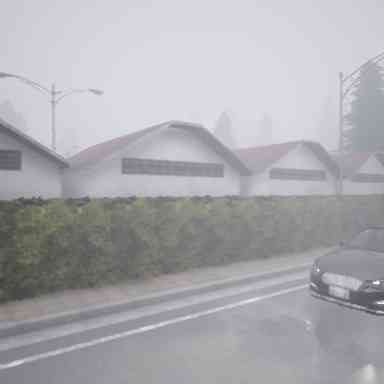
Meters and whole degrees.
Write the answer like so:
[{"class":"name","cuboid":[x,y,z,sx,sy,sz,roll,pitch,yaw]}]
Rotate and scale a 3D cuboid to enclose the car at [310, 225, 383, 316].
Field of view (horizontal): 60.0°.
[{"class":"car","cuboid":[4.570,1.494,7.233,4.902,1.511,2.128,0,0,-35]}]
